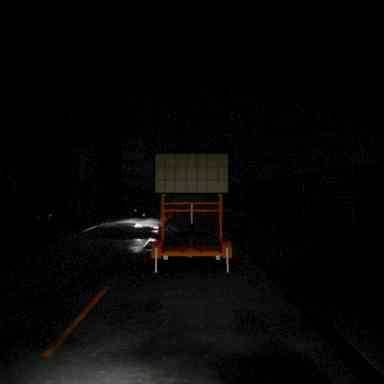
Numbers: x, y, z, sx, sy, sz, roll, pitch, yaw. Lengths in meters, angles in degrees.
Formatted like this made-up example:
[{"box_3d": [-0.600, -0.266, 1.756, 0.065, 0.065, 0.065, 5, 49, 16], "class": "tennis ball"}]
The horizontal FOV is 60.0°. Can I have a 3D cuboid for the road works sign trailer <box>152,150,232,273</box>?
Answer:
[{"box_3d": [-0.007, 0.464, 10.646, 2.380, 3.560, 2.880, 0, 0, 0], "class": "road works sign trailer"}]

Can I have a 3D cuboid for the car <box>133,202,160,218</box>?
[{"box_3d": [-4.019, 1.600, 29.898, 1.895, 1.301, 4.718, 0, 0, 0], "class": "car"}]
